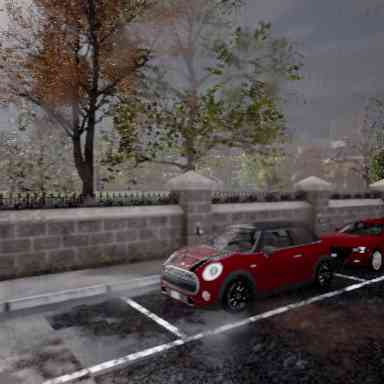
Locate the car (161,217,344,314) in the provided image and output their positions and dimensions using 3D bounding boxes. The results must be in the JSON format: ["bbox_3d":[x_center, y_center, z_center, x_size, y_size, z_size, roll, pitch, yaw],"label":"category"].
[{"bbox_3d":[1.311,1.430,7.499,4.097,1.590,1.967,0,0,-36],"label":"car"}]

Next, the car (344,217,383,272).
[{"bbox_3d":[5.818,1.525,10.714,4.507,1.381,1.887,0,0,-36],"label":"car"}]
